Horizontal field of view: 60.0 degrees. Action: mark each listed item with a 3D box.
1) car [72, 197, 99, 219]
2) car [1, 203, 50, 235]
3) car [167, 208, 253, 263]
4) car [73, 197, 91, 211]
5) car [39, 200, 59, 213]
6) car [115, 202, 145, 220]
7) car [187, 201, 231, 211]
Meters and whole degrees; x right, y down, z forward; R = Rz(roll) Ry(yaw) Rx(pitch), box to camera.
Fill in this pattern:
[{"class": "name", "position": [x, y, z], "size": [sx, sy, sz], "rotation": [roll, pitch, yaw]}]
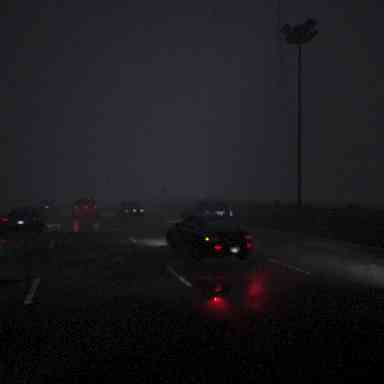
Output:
[{"class": "car", "position": [-9.421, 1.309, 29.278], "size": [2.097, 1.767, 4.553], "rotation": [0, 0, -20]}, {"class": "car", "position": [-9.410, 1.531, 18.852], "size": [1.994, 1.385, 4.181], "rotation": [0, 0, -20]}, {"class": "car", "position": [0.481, 1.514, 11.977], "size": [1.812, 1.442, 4.674], "rotation": [0, 0, -20]}, {"class": "car", "position": [-13.427, 1.417, 40.493], "size": [1.882, 1.535, 5.008], "rotation": [0, 0, -20]}, {"class": "car", "position": [-15.475, 1.505, 35.827], "size": [1.994, 1.385, 4.181], "rotation": [0, 0, -20]}, {"class": "car", "position": [-5.353, 1.511, 28.298], "size": [2.033, 1.411, 5.357], "rotation": [0, 0, -20]}, {"class": "car", "position": [0.879, 1.332, 21.263], "size": [2.097, 1.767, 4.553], "rotation": [0, 0, -20]}]
